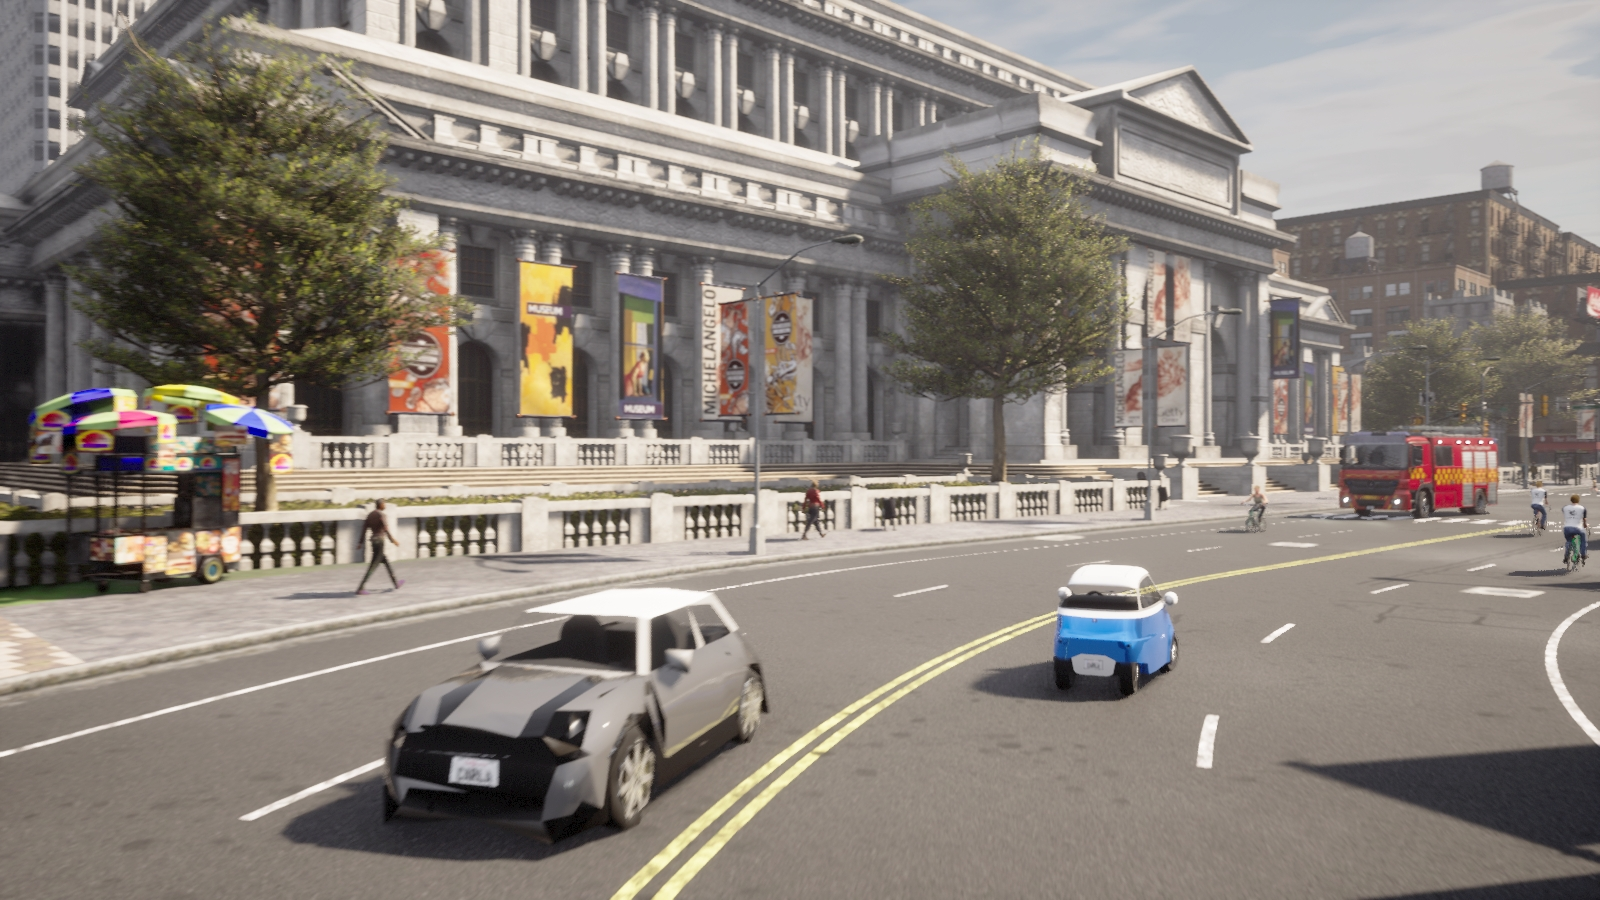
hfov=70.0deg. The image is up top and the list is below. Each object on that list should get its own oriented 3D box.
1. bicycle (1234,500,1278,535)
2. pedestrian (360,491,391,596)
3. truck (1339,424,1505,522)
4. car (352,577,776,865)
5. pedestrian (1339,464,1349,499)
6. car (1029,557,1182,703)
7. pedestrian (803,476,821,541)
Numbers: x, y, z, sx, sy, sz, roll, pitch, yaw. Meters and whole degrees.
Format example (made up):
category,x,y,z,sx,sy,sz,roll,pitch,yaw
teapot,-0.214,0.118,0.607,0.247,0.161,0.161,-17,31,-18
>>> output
category,x,y,z,sx,sy,sz,roll,pitch,yaw
bicycle,15.403,2.264,38.596,1.487,1.080,0.859,0,0,-44
pedestrian,-7.710,1.692,20.751,0.375,1.860,0.375,0,0,32
truck,26.597,0.904,48.678,8.468,3.827,2.891,0,0,-36
car,-1.748,2.063,9.832,1.970,1.475,3.806,0,0,18
pedestrian,29.720,1.712,62.459,0.375,1.860,0.375,0,0,-42
car,3.796,2.122,14.025,1.481,1.376,2.207,0,0,24
pedestrian,0.355,1.696,33.358,0.375,1.860,0.375,0,0,-44
